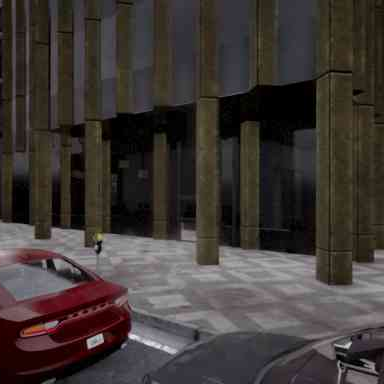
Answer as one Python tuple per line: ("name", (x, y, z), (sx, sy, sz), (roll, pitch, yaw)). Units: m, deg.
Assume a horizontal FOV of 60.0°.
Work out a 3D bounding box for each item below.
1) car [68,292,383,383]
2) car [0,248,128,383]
("car", (1.517, 1.551, 1.876), (4.403, 1.369, 2.008), (0, 0, 36))
("car", (-2.898, 1.544, 5.051), (4.507, 1.381, 1.887), (0, 0, 36))
